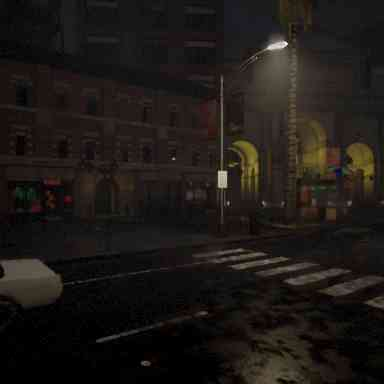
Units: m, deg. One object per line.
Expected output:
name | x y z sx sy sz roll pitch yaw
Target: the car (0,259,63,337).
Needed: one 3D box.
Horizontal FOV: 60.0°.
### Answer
car | -4.609 1.601 5.004 4.718 1.301 1.895 0 0 -35
